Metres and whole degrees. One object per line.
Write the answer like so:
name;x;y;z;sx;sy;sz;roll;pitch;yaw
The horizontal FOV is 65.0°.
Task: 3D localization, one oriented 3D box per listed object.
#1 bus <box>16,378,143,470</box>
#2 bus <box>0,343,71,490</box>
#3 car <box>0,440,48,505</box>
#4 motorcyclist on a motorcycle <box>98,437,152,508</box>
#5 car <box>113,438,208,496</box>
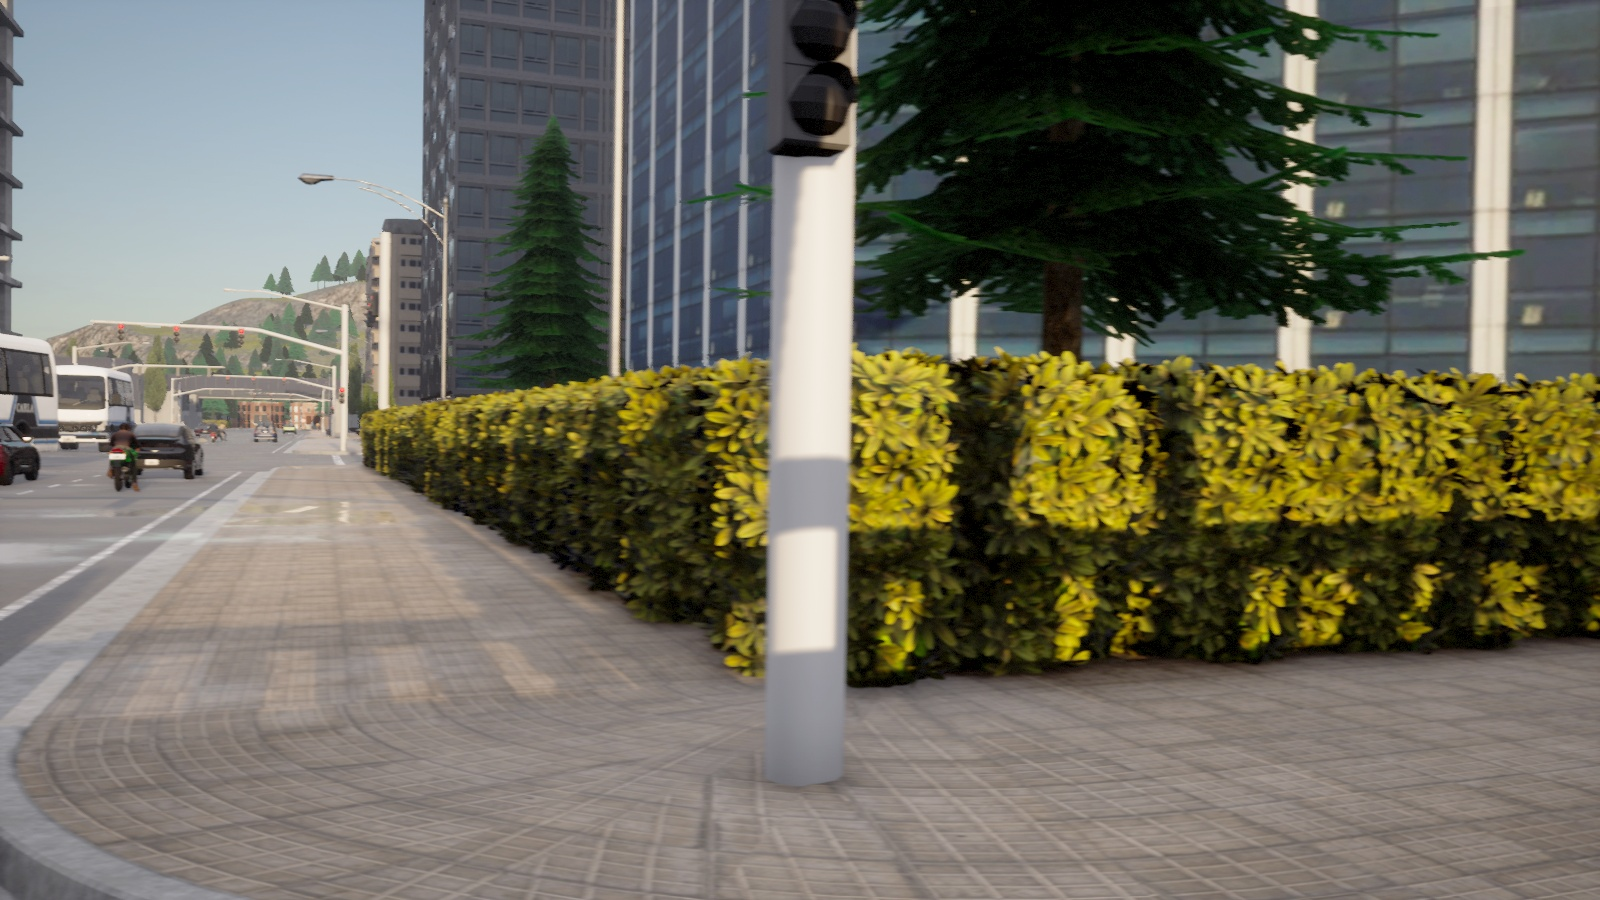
bus;-36.116;-1.281;63.411;3.944;4.253;10.273;-1;1;-21
bus;-24.907;-0.935;35.549;3.944;4.253;10.273;-1;1;-10
car;-19.793;0.500;30.569;1.816;1.474;4.193;-1;1;-21
motorcyclist on a motorcycle;-15.149;0.477;28.223;0.797;1.523;2.044;-1;1;-21
car;-17.792;0.413;35.137;1.837;1.490;4.892;-1;1;-21
